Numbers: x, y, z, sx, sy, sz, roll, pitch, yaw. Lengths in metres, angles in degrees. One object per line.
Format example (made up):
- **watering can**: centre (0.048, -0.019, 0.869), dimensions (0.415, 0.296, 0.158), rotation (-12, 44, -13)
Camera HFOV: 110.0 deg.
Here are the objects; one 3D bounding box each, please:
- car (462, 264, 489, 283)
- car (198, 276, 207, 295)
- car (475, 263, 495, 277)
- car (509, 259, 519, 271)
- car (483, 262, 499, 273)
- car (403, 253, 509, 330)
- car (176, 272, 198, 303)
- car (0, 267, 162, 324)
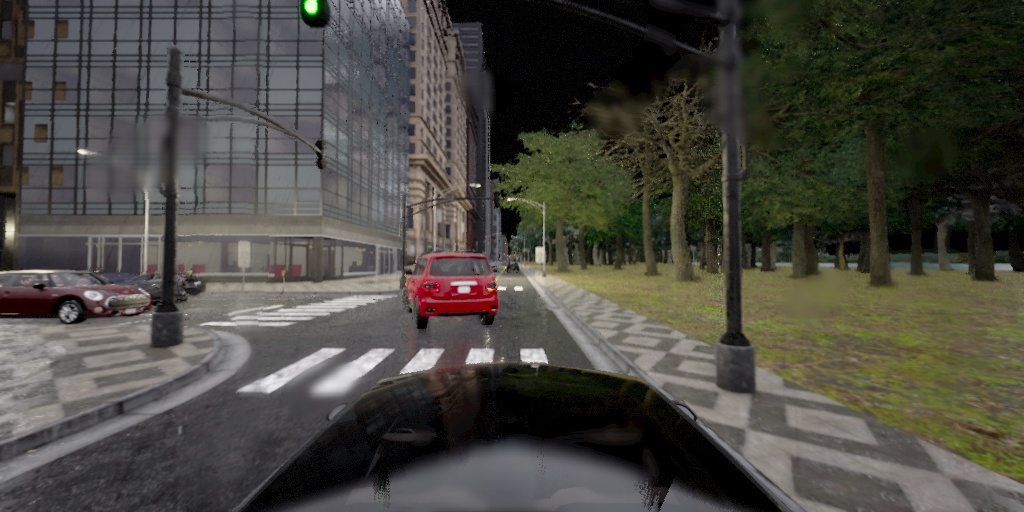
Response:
- **car**: centre (-3.090, 1.485, 31.275), dimensions (2.033, 1.411, 5.357), rotation (0, 0, -3)
- **car**: centre (-18.994, 1.531, 19.348), dimensions (4.313, 1.339, 1.948), rotation (0, 0, 0)
- **car**: centre (-3.030, 1.581, 41.319), dimensions (1.994, 1.385, 4.181), rotation (0, 0, 1)
- **car**: centre (0.147, 1.615, 56.282), dimensions (1.882, 1.535, 5.008), rotation (0, -1, 0)
- **car**: centre (-2.956, 1.650, 51.941), dimensions (2.033, 1.411, 5.357), rotation (0, 0, 0)
- **car**: centre (-2.121, 0.976, 11.457), dimensions (2.150, 2.045, 5.566), rotation (1, -1, -20)
- **car**: centre (-15.413, 1.336, 13.568), dimensions (5.357, 1.411, 2.033), rotation (0, -2, 5)
- **car**: centre (-13.536, 1.144, 10.830), dimensions (4.097, 1.591, 1.967), rotation (0, 0, -1)
